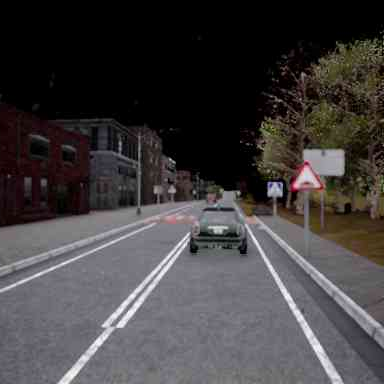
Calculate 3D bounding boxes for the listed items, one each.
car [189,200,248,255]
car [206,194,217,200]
[{"bbox_3d":[1.141,1.394,13.775,2.097,1.767,4.553,0,0,6],"label":"car"},{"bbox_3d":[4.221,1.385,72.467,2.150,2.045,5.566,0,-1,6],"label":"car"}]
